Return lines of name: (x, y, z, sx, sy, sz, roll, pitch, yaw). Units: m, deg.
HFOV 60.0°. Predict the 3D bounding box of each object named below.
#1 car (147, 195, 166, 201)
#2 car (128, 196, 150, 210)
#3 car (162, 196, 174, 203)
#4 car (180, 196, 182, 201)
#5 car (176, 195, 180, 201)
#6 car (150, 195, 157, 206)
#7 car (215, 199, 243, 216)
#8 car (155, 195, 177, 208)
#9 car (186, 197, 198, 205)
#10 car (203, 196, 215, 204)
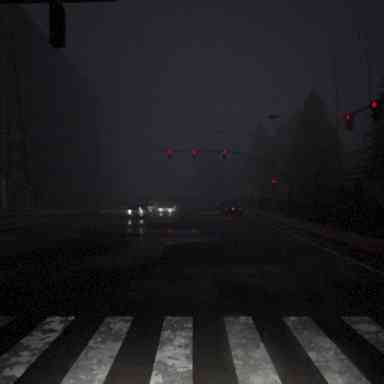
car: (-8.790, 1.506, 82.785, 2.033, 1.411, 5.357, 0, 0, -41)
car: (-7.040, 1.508, 43.685, 1.812, 1.442, 4.674, 0, 0, 0)
car: (-4.917, 1.498, 67.439, 1.812, 1.442, 4.674, 0, 0, -13)
car: (-4.429, 1.467, 82.776, 1.837, 1.490, 4.892, 0, 0, -37)
car: (-3.566, 1.525, 55.599, 2.033, 1.411, 5.357, 0, 0, 0)
car: (-7.095, 1.456, 52.945, 1.882, 1.535, 5.008, 0, 0, -1)
car: (3.627, 1.535, 31.803, 2.033, 1.411, 5.357, 0, 0, 0)
car: (-3.535, 1.545, 46.415, 1.994, 1.385, 4.181, 0, 0, 0)
car: (-0.020, 1.577, 58.440, 1.895, 1.301, 4.718, 0, 0, -4)
car: (3.253, 1.501, 60.995, 1.812, 1.442, 4.674, 0, 0, -5)
